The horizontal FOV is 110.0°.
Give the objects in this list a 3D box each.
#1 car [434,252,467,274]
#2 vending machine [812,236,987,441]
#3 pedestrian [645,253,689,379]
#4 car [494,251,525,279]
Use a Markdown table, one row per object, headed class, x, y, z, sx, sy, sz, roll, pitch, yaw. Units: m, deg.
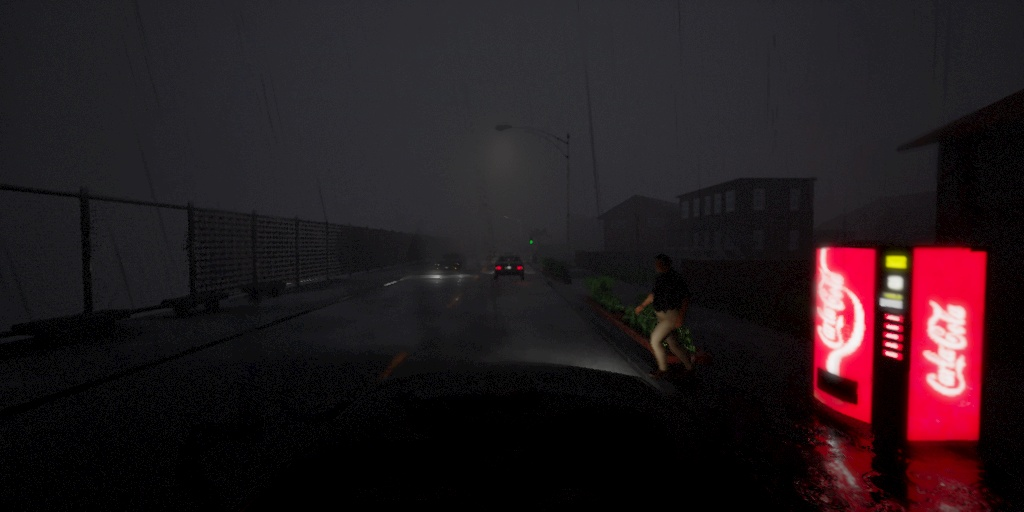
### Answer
| class | x | y | z | sx | sy | sz | roll | pitch | yaw |
| --- | --- | --- | --- | --- | --- | --- | --- | --- | --- |
| car | -4.368 | 0.472 | 26.163 | 1.837 | 1.490 | 4.892 | 0 | 1 | -1 |
| vending machine | 4.275 | 0.865 | 4.102 | 1.100 | 2.100 | 0.880 | 0 | 0 | -1 |
| pedestrian | 2.191 | 0.829 | 5.094 | 0.375 | 1.860 | 0.375 | 0 | 2 | -1 |
| car | -0.169 | 0.622 | 22.638 | 2.033 | 1.411 | 5.357 | 0 | 2 | 0 |
